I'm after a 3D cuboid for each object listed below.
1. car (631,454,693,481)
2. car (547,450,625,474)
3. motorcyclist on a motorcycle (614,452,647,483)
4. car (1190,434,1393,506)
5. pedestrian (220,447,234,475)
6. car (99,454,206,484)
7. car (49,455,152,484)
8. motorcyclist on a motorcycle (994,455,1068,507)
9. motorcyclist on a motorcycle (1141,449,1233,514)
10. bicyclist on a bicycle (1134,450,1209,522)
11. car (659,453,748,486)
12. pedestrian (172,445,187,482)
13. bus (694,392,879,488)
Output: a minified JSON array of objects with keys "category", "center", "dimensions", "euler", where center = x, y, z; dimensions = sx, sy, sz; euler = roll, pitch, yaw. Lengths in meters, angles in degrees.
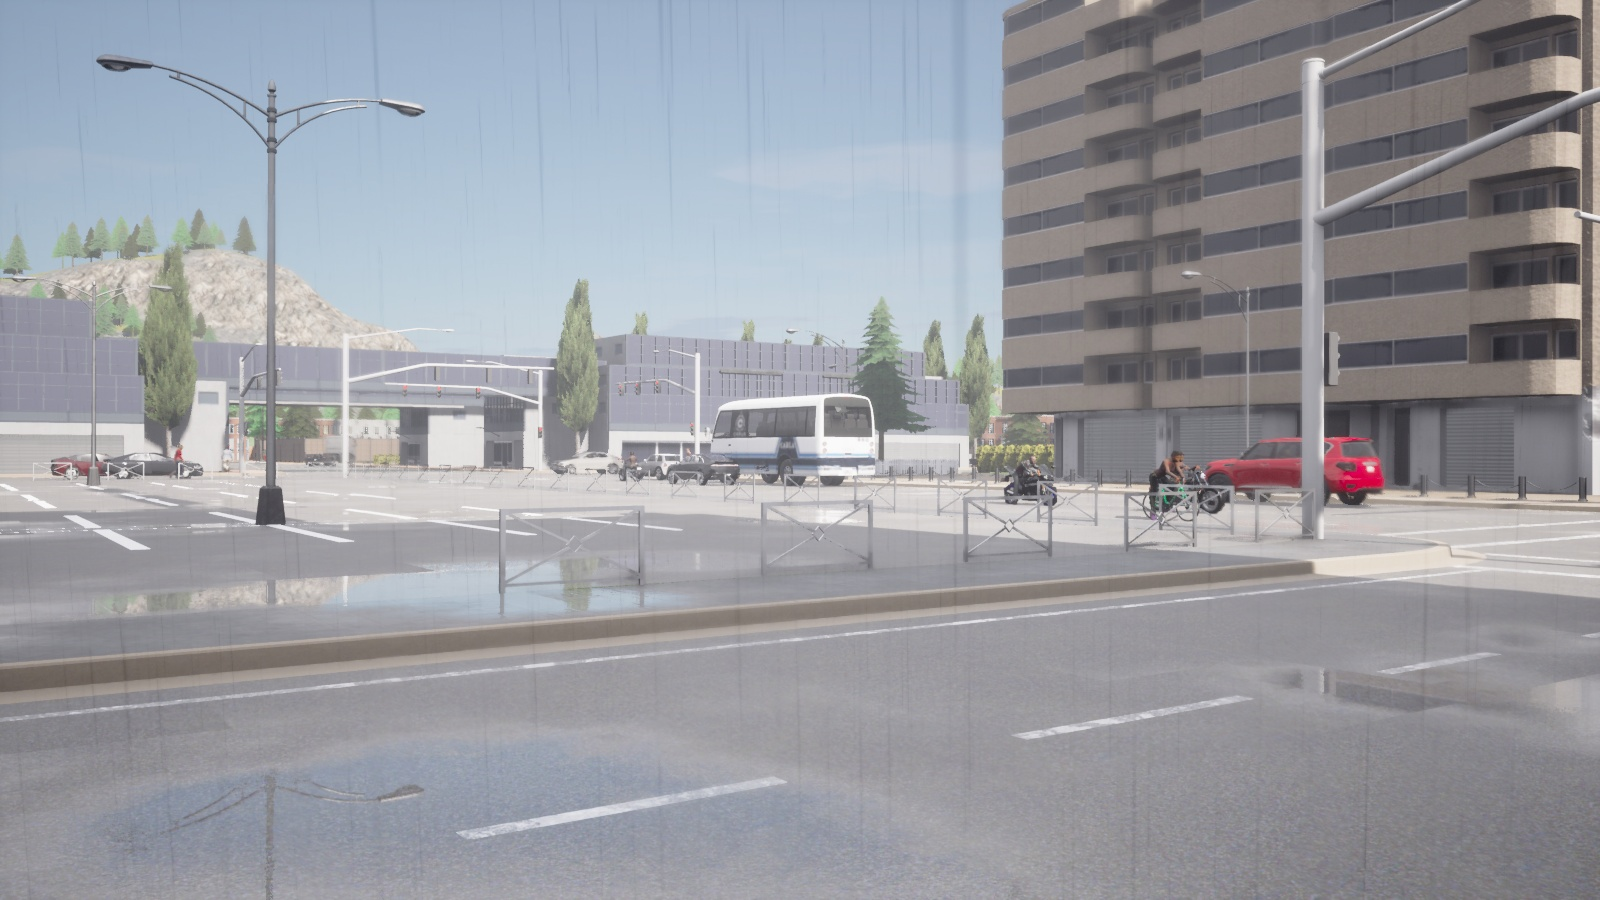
[{"category":"car","center":[-7.896,0.957,71.525],"dimensions":[1.970,1.475,3.806],"euler":[0,0,-34]},{"category":"car","center":[-15.201,0.830,89.284],"dimensions":[5.027,1.651,2.152],"euler":[0,0,-35]},{"category":"motorcyclist on a motorcycle","center":[-9.068,0.934,67.065],"dimensions":[0.766,1.649,2.350],"euler":[0,0,-35]},{"category":"car","center":[14.919,0.582,38.463],"dimensions":[2.150,2.045,5.566],"euler":[0,0,-34]},{"category":"pedestrian","center":[-38.645,0.748,84.708],"dimensions":[0.874,1.855,0.900],"euler":[0,0,-23]},{"category":"car","center":[-34.676,0.995,67.294],"dimensions":[4.902,1.511,2.128],"euler":[0,0,-34]},{"category":"car","center":[-38.436,1.050,69.001],"dimensions":[4.792,1.488,2.163],"euler":[0,0,-33]},{"category":"motorcyclist on a motorcycle","center":[6.925,0.913,37.755],"dimensions":[0.866,1.530,2.191],"euler":[0,0,-35]},{"category":"motorcyclist on a motorcycle","center":[10.169,0.810,33.058],"dimensions":[0.766,1.649,2.350],"euler":[0,0,-35]},{"category":"bicyclist on a bicycle","center":[8.608,0.806,29.160],"dimensions":[0.582,1.620,1.656],"euler":[0,0,-35]},{"category":"car","center":[-4.736,0.915,60.790],"dimensions":[2.128,1.511,4.902],"euler":[0,0,-34]},{"category":"pedestrian","center":[-31.464,0.681,63.694],"dimensions":[0.636,1.846,0.331],"euler":[0,0,-34]},{"category":"bus","center":[-0.890,-0.424,61.381],"dimensions":[3.944,4.253,10.273],"euler":[0,0,-35]}]
